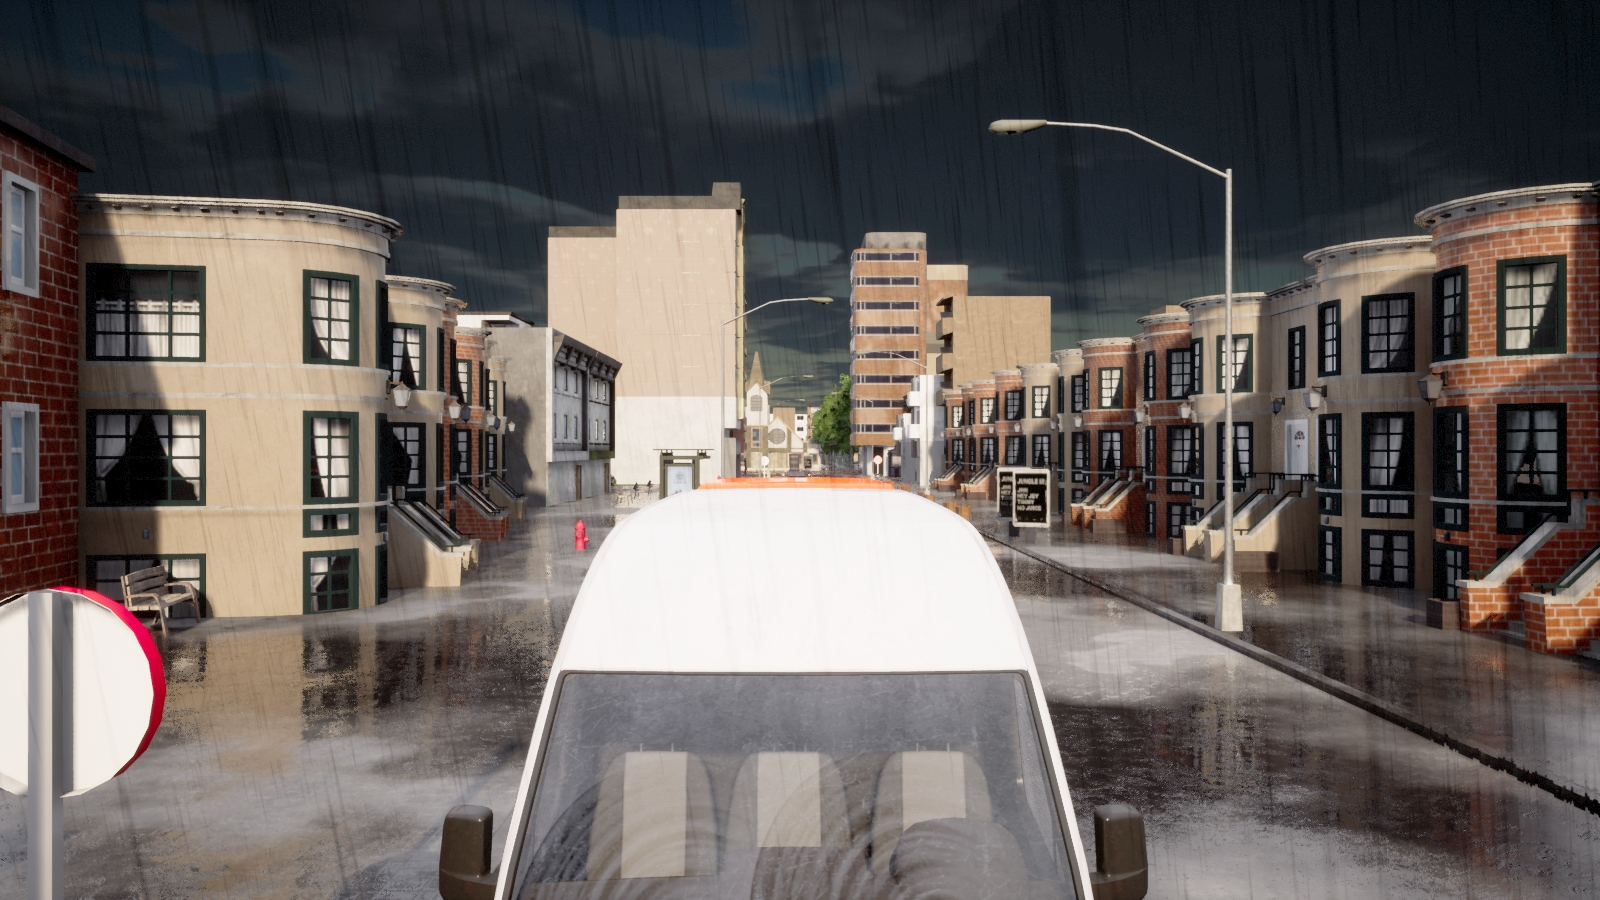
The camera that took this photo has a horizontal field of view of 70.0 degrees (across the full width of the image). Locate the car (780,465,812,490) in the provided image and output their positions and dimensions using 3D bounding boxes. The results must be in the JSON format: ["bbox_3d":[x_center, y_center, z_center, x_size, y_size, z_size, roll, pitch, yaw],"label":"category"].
[{"bbox_3d":[-0.255,1.816,76.379,2.038,1.542,4.974,0,0,0],"label":"car"}]

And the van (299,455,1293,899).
[{"bbox_3d":[-0.019,1.314,5.243,1.988,2.561,5.915,0,0,0],"label":"van"}]
